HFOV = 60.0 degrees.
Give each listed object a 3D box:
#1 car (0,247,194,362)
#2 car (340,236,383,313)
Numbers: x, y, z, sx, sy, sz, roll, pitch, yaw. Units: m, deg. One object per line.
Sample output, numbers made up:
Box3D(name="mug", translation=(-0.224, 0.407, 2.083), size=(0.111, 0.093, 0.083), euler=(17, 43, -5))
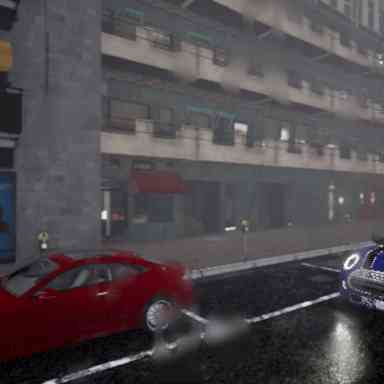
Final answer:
Box3D(name="car", translation=(-1.907, 1.589, 5.199), size=(4.206, 1.307, 1.802), euler=(0, 0, -35))
Box3D(name="car", translation=(5.157, 1.390, 7.055), size=(4.553, 1.767, 2.097), euler=(0, 0, -35))
